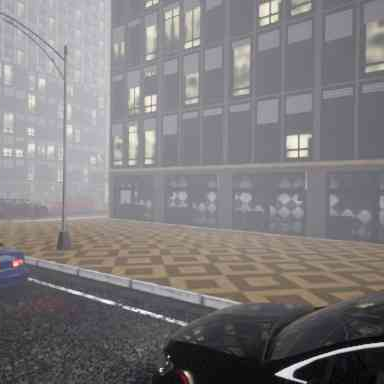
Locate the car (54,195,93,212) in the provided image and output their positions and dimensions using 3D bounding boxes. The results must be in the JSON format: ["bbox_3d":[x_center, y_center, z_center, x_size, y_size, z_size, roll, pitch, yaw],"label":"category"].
[{"bbox_3d":[-15.052,1.412,41.897,2.150,2.045,5.566,1,0,37],"label":"car"}]

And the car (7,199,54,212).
[{"bbox_3d":[-19.478,1.637,40.304,1.752,1.417,4.829,1,0,37],"label":"car"}]

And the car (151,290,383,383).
[{"bbox_3d":[1.874,1.505,2.346,4.892,1.490,1.837,0,0,35],"label":"car"}]

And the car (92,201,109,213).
[{"bbox_3d":[-9.183,1.826,40.120,1.752,1.417,4.829,1,0,37],"label":"car"}]

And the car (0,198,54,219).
[{"bbox_3d":[-15.999,1.515,30.922,2.192,1.841,5.009,1,0,37],"label":"car"}]

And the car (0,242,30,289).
[{"bbox_3d":[-6.046,1.542,8.016,5.357,1.411,2.033,0,0,36],"label":"car"}]
